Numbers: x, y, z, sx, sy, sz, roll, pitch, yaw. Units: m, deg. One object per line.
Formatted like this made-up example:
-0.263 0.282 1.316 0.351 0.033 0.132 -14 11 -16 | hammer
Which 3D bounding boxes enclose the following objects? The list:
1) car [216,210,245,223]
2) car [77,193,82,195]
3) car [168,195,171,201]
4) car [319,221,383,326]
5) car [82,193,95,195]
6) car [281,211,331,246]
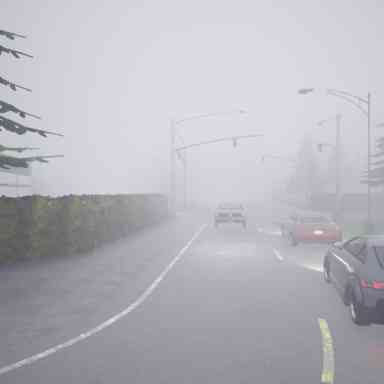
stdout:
2.346 1.313 20.272 1.895 1.301 4.718 0 0 7 | car
-26.288 1.077 78.179 1.905 1.878 3.866 0 0 7 | car
-4.948 1.373 75.634 1.845 1.501 3.633 0 0 7 | car
4.002 1.564 6.830 1.994 1.385 4.181 0 0 14 | car
-23.353 1.097 78.207 1.932 1.855 4.605 0 0 7 | car
5.277 1.564 15.143 1.994 1.385 4.181 0 0 8 | car
